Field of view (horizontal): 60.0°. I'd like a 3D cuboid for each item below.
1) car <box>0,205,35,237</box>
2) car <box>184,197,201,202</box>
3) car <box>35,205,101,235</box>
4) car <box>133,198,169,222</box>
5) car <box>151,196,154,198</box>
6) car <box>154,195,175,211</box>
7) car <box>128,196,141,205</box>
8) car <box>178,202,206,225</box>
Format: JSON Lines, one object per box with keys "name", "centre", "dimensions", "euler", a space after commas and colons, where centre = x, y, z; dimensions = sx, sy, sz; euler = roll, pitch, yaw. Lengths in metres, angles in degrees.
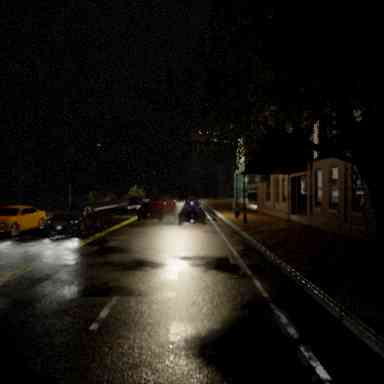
{"name": "car", "centre": [-9.883, 1.504, 18.420], "dimensions": [1.882, 1.535, 5.008], "euler": [0, 0, 0]}
{"name": "car", "centre": [0.010, 1.401, 41.884], "dimensions": [2.097, 1.767, 4.553], "euler": [0, 0, 0]}
{"name": "car", "centre": [-6.633, 1.518, 19.043], "dimensions": [2.128, 1.511, 4.902], "euler": [0, 0, 0]}
{"name": "car", "centre": [-3.201, 1.511, 26.995], "dimensions": [1.882, 1.535, 5.008], "euler": [0, 0, 0]}
{"name": "car", "centre": [-6.654, 1.423, 60.578], "dimensions": [2.097, 1.767, 4.553], "euler": [0, 0, 0]}
{"name": "car", "centre": [-3.229, 1.402, 42.146], "dimensions": [2.097, 1.767, 4.553], "euler": [0, 0, 0]}
{"name": "car", "centre": [-9.909, 1.547, 58.616], "dimensions": [1.882, 1.535, 5.008], "euler": [0, 0, 0]}
{"name": "car", "centre": [0.018, 1.631, 24.218], "dimensions": [1.895, 1.301, 4.718], "euler": [0, 0, 0]}
